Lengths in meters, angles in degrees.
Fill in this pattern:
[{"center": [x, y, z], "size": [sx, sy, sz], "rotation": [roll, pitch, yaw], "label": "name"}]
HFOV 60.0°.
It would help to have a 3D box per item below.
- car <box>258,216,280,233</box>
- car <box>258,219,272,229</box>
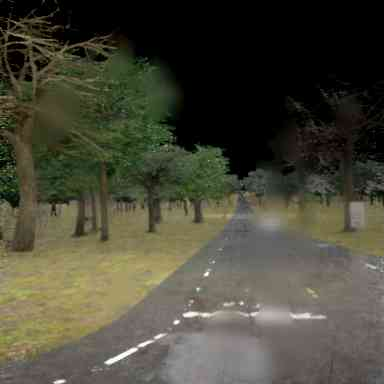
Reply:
[{"center": [10.385, 4.258, 44.188], "size": [2.150, 2.045, 5.566], "rotation": [-2, -4, 9], "label": "car"}, {"center": [11.788, 5.125, 53.766], "size": [1.812, 1.442, 4.674], "rotation": [-2, -3, 8], "label": "car"}]
